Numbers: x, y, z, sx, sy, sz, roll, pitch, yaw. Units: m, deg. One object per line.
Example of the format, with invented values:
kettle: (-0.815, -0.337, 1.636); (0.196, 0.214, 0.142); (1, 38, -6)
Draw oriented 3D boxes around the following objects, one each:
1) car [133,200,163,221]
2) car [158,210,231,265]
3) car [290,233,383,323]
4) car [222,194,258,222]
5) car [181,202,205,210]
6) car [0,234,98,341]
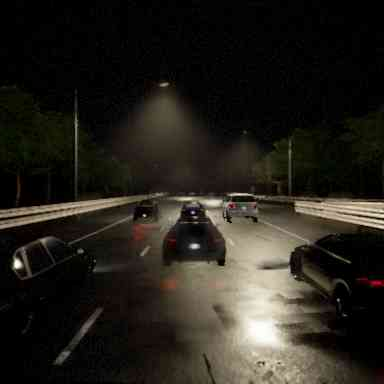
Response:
car: (-3.430, 1.425, 26.464); (1.837, 1.490, 4.892); (0, 0, 0)
car: (0.077, 1.546, 11.682); (1.994, 1.385, 4.181); (0, 0, 0)
car: (3.558, 1.554, 7.145); (1.994, 1.385, 4.181); (0, 0, 1)
car: (3.567, 1.146, 25.374); (2.150, 2.045, 5.566); (0, 0, 0)
car: (0.069, 1.482, 26.841); (1.994, 1.385, 4.181); (0, 0, 0)
car: (-3.442, 1.539, 6.433); (2.033, 1.411, 5.357); (0, 0, 0)
